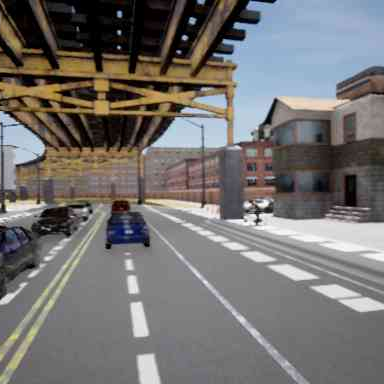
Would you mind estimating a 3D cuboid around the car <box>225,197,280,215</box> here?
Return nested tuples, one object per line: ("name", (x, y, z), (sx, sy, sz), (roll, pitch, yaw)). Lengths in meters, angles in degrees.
("car", (5.797, 1.308, 31.841), (4.974, 1.542, 2.038), (-1, 0, 18))

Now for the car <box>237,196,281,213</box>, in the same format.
("car", (7.183, 1.281, 35.305), (4.974, 1.542, 2.038), (-1, 0, -42))

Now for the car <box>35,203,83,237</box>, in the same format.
("car", (-7.498, 1.597, 18.569), (1.837, 1.490, 4.892), (-1, 0, -13))

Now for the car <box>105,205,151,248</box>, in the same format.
("car", (-2.934, 1.571, 15.059), (2.033, 1.411, 5.357), (-1, 0, -12))

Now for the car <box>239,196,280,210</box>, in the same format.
("car", (7.219, 1.122, 35.340), (4.536, 1.218, 1.853), (-1, 0, -42))

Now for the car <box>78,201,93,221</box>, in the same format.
("car", (-9.646, 1.637, 27.869), (1.812, 1.442, 4.674), (-1, 0, -13))

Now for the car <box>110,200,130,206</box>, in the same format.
("car", (-7.615, 1.545, 35.417), (1.882, 1.535, 5.008), (-1, 0, -15))

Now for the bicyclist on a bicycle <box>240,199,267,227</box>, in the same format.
("bicyclist on a bicycle", (3.582, 1.215, 19.320), (1.656, 1.620, 0.582), (-1, 0, -12))

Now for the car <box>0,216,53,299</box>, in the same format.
("car", (-5.305, 1.620, 8.614), (2.033, 1.411, 5.357), (-1, 0, -12))

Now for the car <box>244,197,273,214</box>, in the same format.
("car", (5.844, 1.150, 31.825), (4.536, 1.218, 1.853), (-1, 0, 18))
